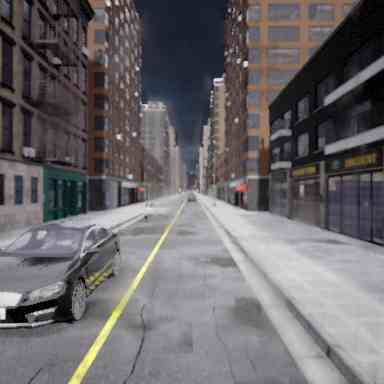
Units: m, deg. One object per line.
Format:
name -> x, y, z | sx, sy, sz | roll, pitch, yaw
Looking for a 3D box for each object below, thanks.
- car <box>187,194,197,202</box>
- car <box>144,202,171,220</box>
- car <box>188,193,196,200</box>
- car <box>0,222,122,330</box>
car -> -0.018, 1.307, 65.588 | 2.033, 1.411, 5.357 | 0, 0, 0
car -> -2.767, 1.498, 27.440 | 1.895, 1.301, 4.718 | 0, 0, 0
car -> -0.021, 1.077, 76.007 | 1.812, 1.442, 4.674 | 0, 0, 0
car -> -2.833, 1.463, 7.202 | 2.128, 1.511, 4.902 | 0, 0, 0
